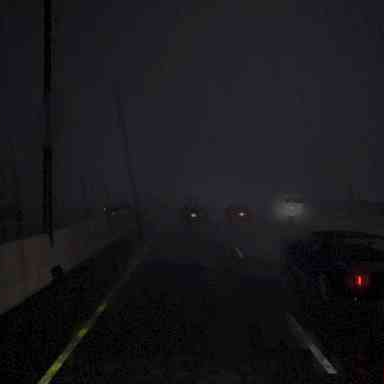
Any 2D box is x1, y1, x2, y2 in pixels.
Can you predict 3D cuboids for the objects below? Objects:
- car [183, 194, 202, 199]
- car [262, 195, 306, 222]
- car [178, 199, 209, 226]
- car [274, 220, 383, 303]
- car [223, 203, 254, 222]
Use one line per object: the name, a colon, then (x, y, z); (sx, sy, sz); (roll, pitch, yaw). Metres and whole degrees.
car: (0.066, 1.222, 41.994); (2.150, 2.045, 5.566); (0, 0, 0)
car: (7.081, 1.222, 26.097); (2.150, 2.045, 5.566); (0, 0, 0)
car: (0.094, 1.504, 23.382); (2.163, 1.488, 4.792); (0, 0, 0)
car: (3.597, 1.601, 8.157); (1.895, 1.301, 4.718); (0, 0, 0)
car: (3.593, 1.564, 26.041); (1.994, 1.385, 4.181); (0, 0, 0)
